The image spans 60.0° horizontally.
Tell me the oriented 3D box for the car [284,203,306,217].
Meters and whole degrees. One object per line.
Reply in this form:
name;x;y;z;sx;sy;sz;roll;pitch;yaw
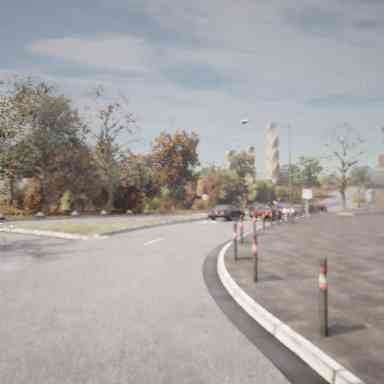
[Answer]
car;11.655;2.204;39.220;1.895;1.301;4.718;-1;-2;31

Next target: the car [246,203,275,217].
car;8.304;2.117;39.940;1.837;1.490;4.892;-1;-2;31

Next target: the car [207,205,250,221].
car;3.240;1.882;30.726;2.033;1.411;5.357;-1;-2;28

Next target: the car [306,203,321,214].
car;16.635;2.356;47.774;2.128;1.511;4.902;-1;-2;31

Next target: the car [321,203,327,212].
car;21.492;2.595;56.058;1.882;1.535;5.008;-1;-2;30

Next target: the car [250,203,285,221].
car;6.809;1.935;30.469;1.895;1.301;4.718;-1;-2;28

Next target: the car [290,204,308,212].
car;18.493;2.746;57.366;1.895;1.301;4.718;-1;-2;30

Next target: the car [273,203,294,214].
car;13.480;2.410;48.829;1.812;1.442;4.674;-1;-2;30
